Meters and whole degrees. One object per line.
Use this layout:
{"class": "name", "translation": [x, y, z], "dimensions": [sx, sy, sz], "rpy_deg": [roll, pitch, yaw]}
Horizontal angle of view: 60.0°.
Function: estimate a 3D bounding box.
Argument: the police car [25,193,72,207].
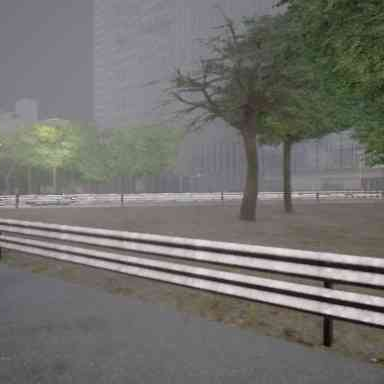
{"class": "police car", "translation": [-16.517, 0.913, 38.346], "dimensions": [4.974, 1.542, 2.038], "rpy_deg": [-1, 0, 1]}
